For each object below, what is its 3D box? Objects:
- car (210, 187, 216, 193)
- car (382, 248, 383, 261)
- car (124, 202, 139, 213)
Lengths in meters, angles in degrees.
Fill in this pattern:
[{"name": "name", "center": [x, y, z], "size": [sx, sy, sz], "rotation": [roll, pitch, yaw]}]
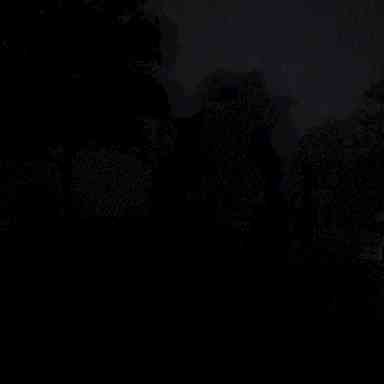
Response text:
[{"name": "car", "center": [6.384, -0.506, 92.342], "size": [2.097, 1.767, 4.553], "rotation": [0, 4, 28]}, {"name": "car", "center": [6.880, 1.668, 9.327], "size": [1.837, 1.490, 4.892], "rotation": [1, -1, 17]}, {"name": "car", "center": [-8.677, 2.143, 47.696], "size": [1.882, 1.535, 5.008], "rotation": [0, 0, -14]}]
